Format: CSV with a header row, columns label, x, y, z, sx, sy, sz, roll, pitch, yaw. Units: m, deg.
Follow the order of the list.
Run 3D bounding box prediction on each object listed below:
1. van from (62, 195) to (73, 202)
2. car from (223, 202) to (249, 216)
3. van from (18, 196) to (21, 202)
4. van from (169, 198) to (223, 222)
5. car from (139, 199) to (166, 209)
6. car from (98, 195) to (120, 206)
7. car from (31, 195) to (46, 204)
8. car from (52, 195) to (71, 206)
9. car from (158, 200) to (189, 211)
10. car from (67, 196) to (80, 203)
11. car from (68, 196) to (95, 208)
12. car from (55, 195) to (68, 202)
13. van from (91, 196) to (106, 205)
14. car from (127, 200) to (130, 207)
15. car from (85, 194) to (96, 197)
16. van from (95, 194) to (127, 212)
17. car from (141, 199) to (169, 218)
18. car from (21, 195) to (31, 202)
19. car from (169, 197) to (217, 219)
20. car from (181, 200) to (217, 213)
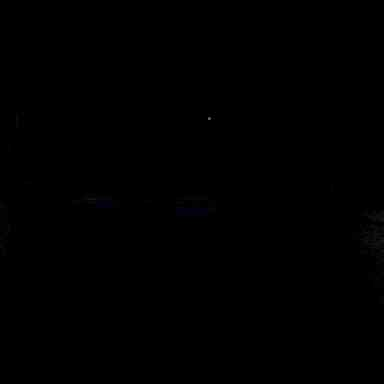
label,x,y,z,sx,sy,sz,roll,pitch,yaw
van,-31.543,1.703,84.026,1.690,1.788,3.998,1,-1,-36
car,3.946,1.671,34.683,1.887,1.381,4.507,1,-1,-36
van,-41.702,1.590,83.543,1.690,1.788,3.998,1,-1,-36
van,0.216,1.312,25.221,1.690,1.788,3.998,1,-1,-36
car,-5.833,1.715,48.278,1.752,1.417,4.829,1,-1,-36
car,-15.411,1.569,61.599,2.192,1.841,5.009,1,-1,-36
car,-31.931,1.708,69.945,1.752,1.417,4.829,1,-1,-36
car,-22.357,1.669,56.623,2.008,1.369,4.403,1,-1,-36
car,-2.507,1.713,43.654,1.887,1.381,4.507,1,-1,-36
car,-28.318,1.780,79.540,1.967,1.590,4.097,1,-1,-36
car,-15.909,1.657,47.650,1.802,1.307,4.206,1,-1,-36
car,-34.770,1.699,88.512,2.192,1.841,5.009,1,-1,-36
van,-18.638,1.616,66.084,1.690,1.788,3.998,1,-1,-36
car,-12.187,1.777,57.111,1.887,1.381,4.507,1,-1,-36
car,-15.015,1.294,51.172,2.150,2.045,5.566,1,-1,-36
van,-9.458,1.374,38.680,1.690,1.788,3.998,1,-1,-36
car,-3.010,1.535,29.705,1.887,1.381,4.507,1,-1,-36
car,-38.477,1.541,79.057,2.192,1.841,5.009,1,-1,-36
car,0.001,1.377,30.282,2.097,1.767,4.553,1,-1,-36
car,0.719,1.691,39.169,1.887,1.381,4.507,1,-1,-36
